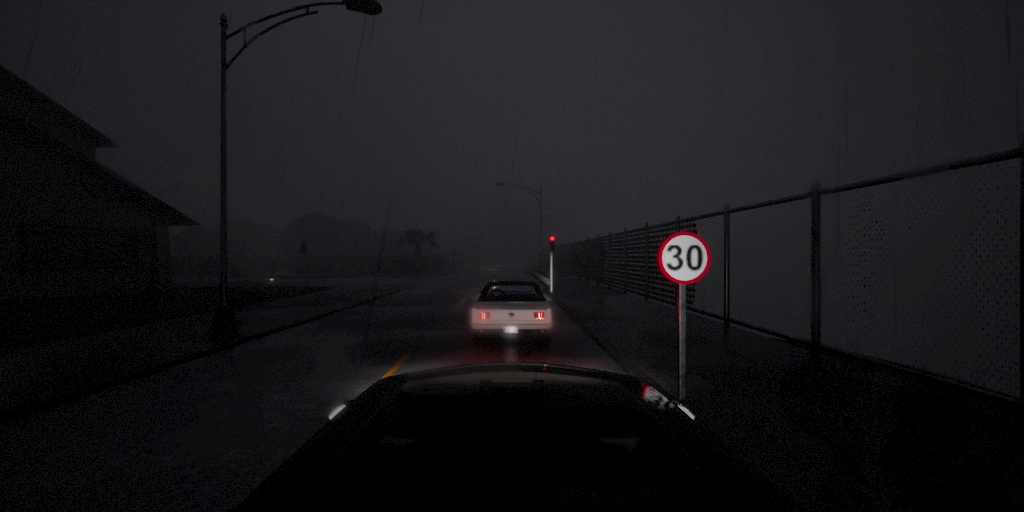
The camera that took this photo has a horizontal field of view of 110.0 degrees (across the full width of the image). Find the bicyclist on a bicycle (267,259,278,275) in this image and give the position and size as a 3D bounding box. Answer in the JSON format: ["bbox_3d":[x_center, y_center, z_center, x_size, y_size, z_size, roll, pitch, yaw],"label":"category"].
[{"bbox_3d":[-24.324,1.099,36.471,0.582,1.620,1.656,0,0,0],"label":"bicyclist on a bicycle"}]

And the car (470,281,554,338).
[{"bbox_3d":[-0.002,1.351,10.163,1.895,1.301,4.718,0,0,0],"label":"car"}]
